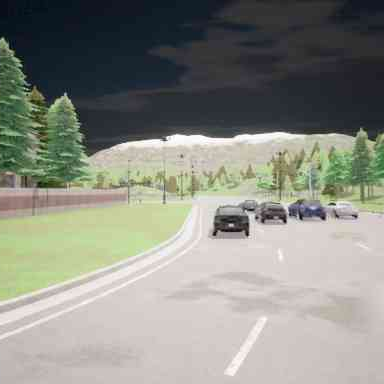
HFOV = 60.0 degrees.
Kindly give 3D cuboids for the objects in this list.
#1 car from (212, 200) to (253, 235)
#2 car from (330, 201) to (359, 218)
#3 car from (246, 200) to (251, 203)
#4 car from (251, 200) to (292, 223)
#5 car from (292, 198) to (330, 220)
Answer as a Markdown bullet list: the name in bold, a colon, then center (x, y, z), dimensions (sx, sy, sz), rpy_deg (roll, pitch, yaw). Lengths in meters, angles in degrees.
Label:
- **car**: center (2.138, 1.477, 18.778), dimensions (1.882, 1.535, 5.008), rpy_deg (0, 0, 5)
- **car**: center (13.146, 1.525, 29.718), dimensions (1.812, 1.442, 4.674), rpy_deg (0, 0, 2)
- **car**: center (6.345, 1.564, 36.706), dimensions (1.994, 1.385, 4.181), rpy_deg (0, 0, 2)
- **car**: center (5.958, 1.505, 25.527), dimensions (1.837, 1.490, 4.892), rpy_deg (0, 0, 2)
- **car**: center (9.543, 1.351, 28.031), dimensions (2.097, 1.767, 4.553), rpy_deg (0, 0, 2)
